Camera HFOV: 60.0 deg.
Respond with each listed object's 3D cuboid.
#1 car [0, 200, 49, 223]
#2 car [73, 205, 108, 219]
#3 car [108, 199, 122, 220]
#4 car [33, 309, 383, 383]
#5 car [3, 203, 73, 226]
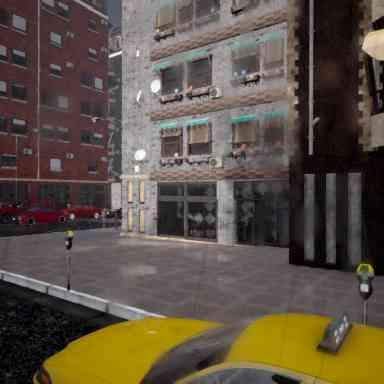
[{"bbox_3d":[-14.151,1.591,27.650,2.192,1.841,5.009,-1,-2,35],"label":"car"},{"bbox_3d":[-10.854,1.924,32.288,1.887,1.381,4.507,-1,-2,35],"label":"car"},{"bbox_3d":[-6.450,1.678,33.992,2.150,2.045,5.566,0,0,35],"label":"car"},{"bbox_3d":[0.736,1.525,2.350,4.829,1.417,1.752,0,0,36],"label":"car"},{"bbox_3d":[-12.004,1.851,26.174,1.994,1.385,4.181,0,-1,35],"label":"car"}]
